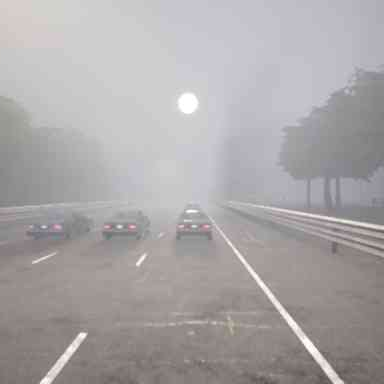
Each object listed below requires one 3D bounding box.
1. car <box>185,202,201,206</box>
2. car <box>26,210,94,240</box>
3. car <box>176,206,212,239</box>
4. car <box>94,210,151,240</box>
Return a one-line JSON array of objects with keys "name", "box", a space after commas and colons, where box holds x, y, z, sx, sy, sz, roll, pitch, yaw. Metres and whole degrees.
[{"name": "car", "box": [0.099, 1.885, 39.339, 1.994, 1.385, 4.181, 0, 0, 0]}, {"name": "car", "box": [-6.901, 1.697, 18.019, 2.033, 1.411, 5.357, 0, 0, 0]}, {"name": "car", "box": [0.099, 1.699, 18.191, 2.033, 1.411, 5.357, 0, 0, 0]}, {"name": "car", "box": [-3.402, 1.698, 18.081, 2.033, 1.411, 5.357, 0, 0, 0]}]
